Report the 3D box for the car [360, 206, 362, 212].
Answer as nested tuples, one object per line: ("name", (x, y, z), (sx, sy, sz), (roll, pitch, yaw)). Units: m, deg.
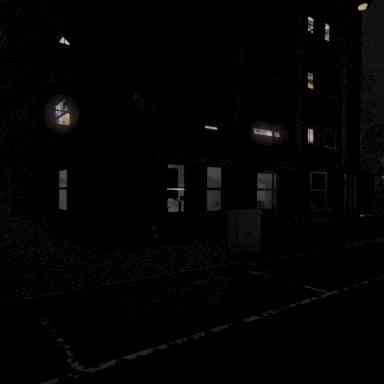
("car", (13.191, 1.256, 31.808), (2.033, 1.411, 5.357), (0, 1, -37))
